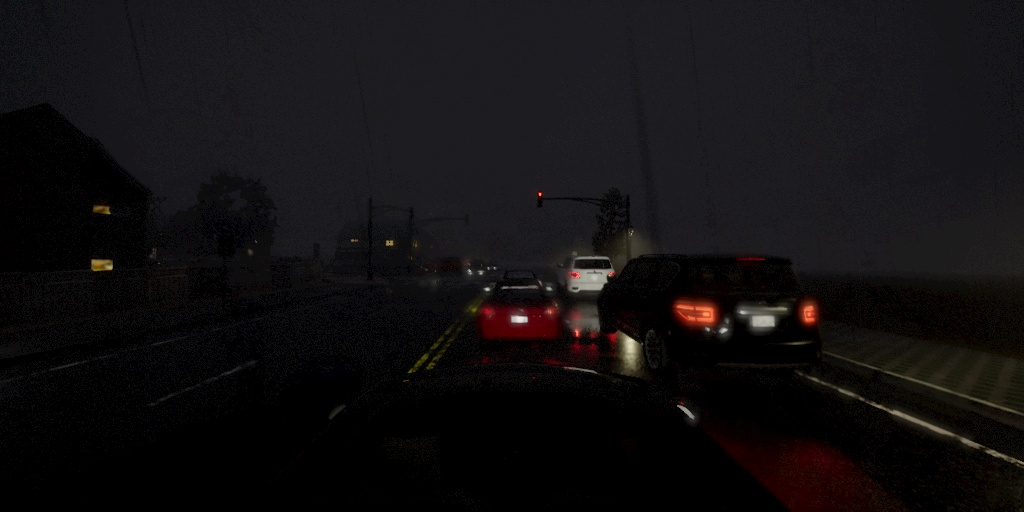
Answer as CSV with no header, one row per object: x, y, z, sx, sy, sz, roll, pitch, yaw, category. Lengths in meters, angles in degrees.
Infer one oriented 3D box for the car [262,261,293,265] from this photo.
-20.868,0.951,33.206,4.892,1.490,1.837,1,-1,16,car

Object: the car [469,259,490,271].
-5.012,1.203,52.620,2.097,1.767,4.553,0,0,4,car

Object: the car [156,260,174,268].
-37.314,0.709,40.855,5.008,1.535,1.882,1,-1,16,car

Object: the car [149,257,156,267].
-40.287,0.638,38.643,4.892,1.490,1.837,1,-1,16,car

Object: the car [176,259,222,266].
-30.408,0.840,35.873,5.357,1.411,2.033,1,-1,16,car

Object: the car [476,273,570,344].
0.178,1.322,9.634,1.994,1.385,4.181,0,0,0,car

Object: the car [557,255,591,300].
3.555,0.989,17.870,2.150,2.045,5.566,0,0,1,car

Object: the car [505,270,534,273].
0.343,1.370,18.443,1.895,1.301,4.718,0,0,-3,car

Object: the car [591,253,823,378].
3.402,0.976,7.512,2.150,2.045,5.566,0,0,0,car

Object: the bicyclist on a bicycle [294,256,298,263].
-24.184,0.794,40.224,0.582,1.620,1.656,1,-1,16,bicyclist on a bicycle

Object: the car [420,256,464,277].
-7.271,1.034,37.880,2.150,2.045,5.566,1,0,25,car
